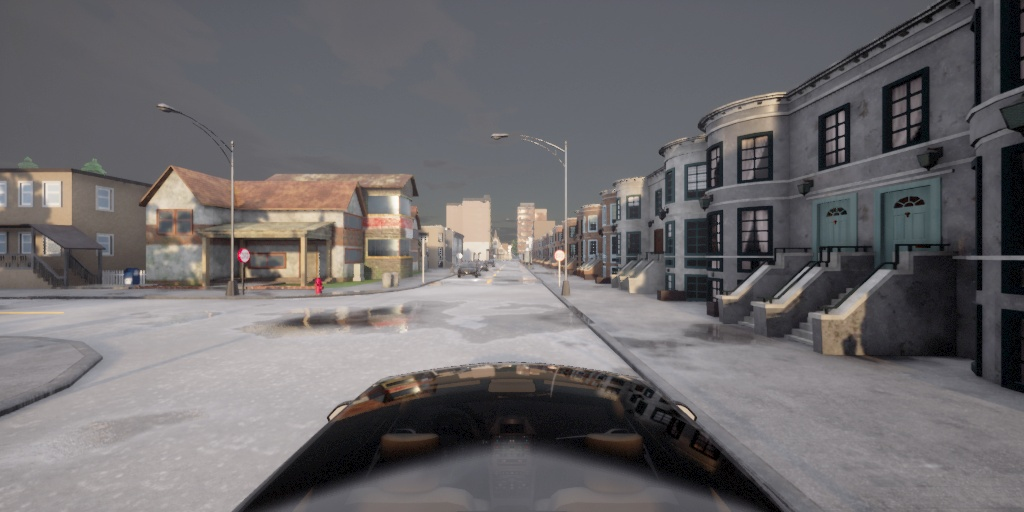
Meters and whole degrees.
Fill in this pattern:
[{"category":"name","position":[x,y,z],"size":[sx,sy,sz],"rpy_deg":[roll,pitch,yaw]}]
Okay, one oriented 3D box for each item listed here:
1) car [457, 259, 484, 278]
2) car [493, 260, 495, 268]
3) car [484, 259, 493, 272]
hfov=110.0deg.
[{"category":"car","position":[-4.015,1.249,34.195],"size":[1.837,1.490,4.892],"rpy_deg":[0,0,0]},{"category":"car","position":[-3.830,1.293,61.563],"size":[2.033,1.411,5.357],"rpy_deg":[0,0,0]},{"category":"car","position":[-3.972,1.233,45.703],"size":[2.128,1.511,4.902],"rpy_deg":[0,0,0]}]
